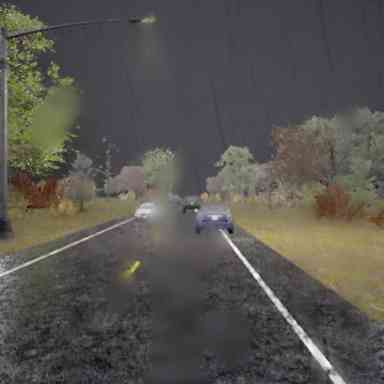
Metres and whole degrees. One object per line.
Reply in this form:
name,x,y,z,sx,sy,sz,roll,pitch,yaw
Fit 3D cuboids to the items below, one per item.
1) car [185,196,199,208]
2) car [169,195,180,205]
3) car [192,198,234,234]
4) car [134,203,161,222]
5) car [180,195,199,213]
car,-0.001,1.623,53.852,2.097,1.767,4.553,0,0,0
car,-3.502,1.577,68.421,2.150,2.045,5.566,0,0,0
car,1.224,1.430,19.968,2.097,1.767,4.553,0,0,0
car,-3.598,1.638,27.754,1.812,1.442,4.674,0,0,0
car,0.020,1.401,40.107,2.150,2.045,5.566,0,0,0
